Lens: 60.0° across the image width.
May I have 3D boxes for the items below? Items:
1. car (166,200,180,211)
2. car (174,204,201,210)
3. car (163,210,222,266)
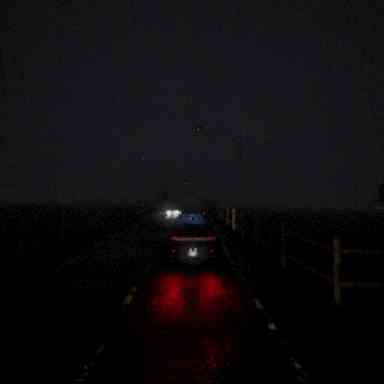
[{"bbox_3d":[-2.849,2.043,50.527,2.128,1.511,4.902,0,-1,0],"label":"car"},{"bbox_3d":[0.017,1.820,25.208,2.033,1.411,5.357,0,-1,1],"label":"car"},{"bbox_3d":[0.042,1.621,12.110,2.128,1.511,4.902,0,-1,1],"label":"car"}]
